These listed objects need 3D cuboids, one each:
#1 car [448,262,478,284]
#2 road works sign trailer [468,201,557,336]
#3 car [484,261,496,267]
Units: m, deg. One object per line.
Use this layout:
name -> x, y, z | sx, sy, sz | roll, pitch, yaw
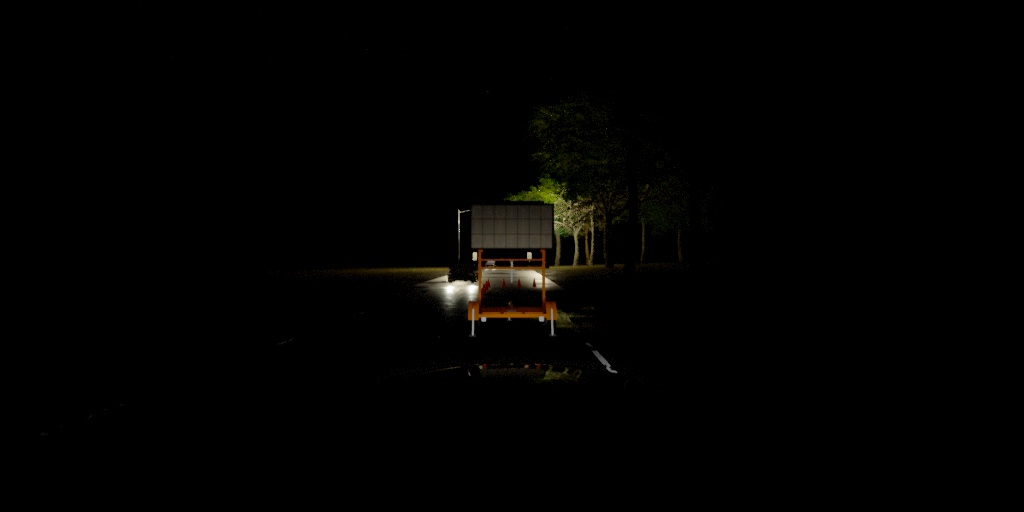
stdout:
car -> -3.662, 1.261, 27.532 | 1.882, 1.535, 5.008 | 0, 0, 0
road works sign trailer -> -0.008, 0.222, 10.379 | 2.380, 3.560, 2.880 | 0, 0, -1
car -> -3.665, 1.481, 61.221 | 2.033, 1.411, 5.357 | 0, 0, 0
